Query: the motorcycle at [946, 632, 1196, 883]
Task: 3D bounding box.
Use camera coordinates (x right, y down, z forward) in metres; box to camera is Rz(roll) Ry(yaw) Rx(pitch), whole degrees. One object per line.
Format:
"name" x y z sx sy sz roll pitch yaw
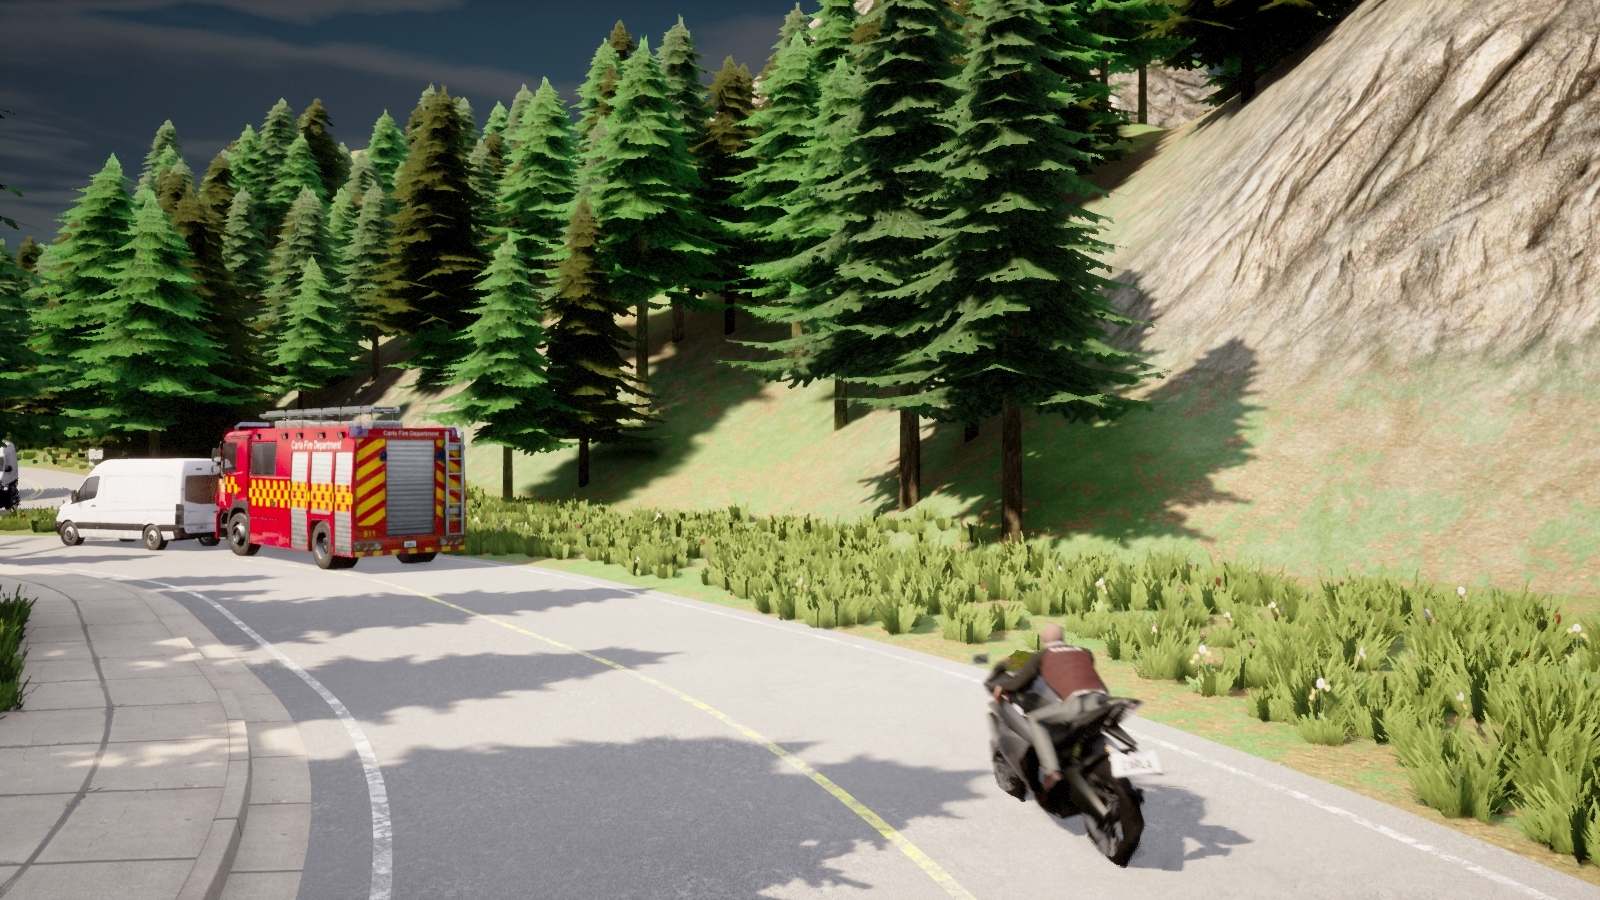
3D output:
"motorcycle" 1.930 2.178 8.576 0.867 1.251 2.209 0 0 -15

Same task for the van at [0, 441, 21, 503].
"van" -39.004 0.982 54.852 1.988 2.561 5.915 0 3 -28

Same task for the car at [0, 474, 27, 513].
"car" -34.056 1.857 47.340 1.845 1.501 3.633 0 2 -6

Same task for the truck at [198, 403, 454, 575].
"truck" -12.411 0.864 29.405 8.468 3.827 2.891 0 0 43

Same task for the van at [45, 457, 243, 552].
"van" -19.222 1.508 33.432 5.915 2.561 1.988 0 0 25
